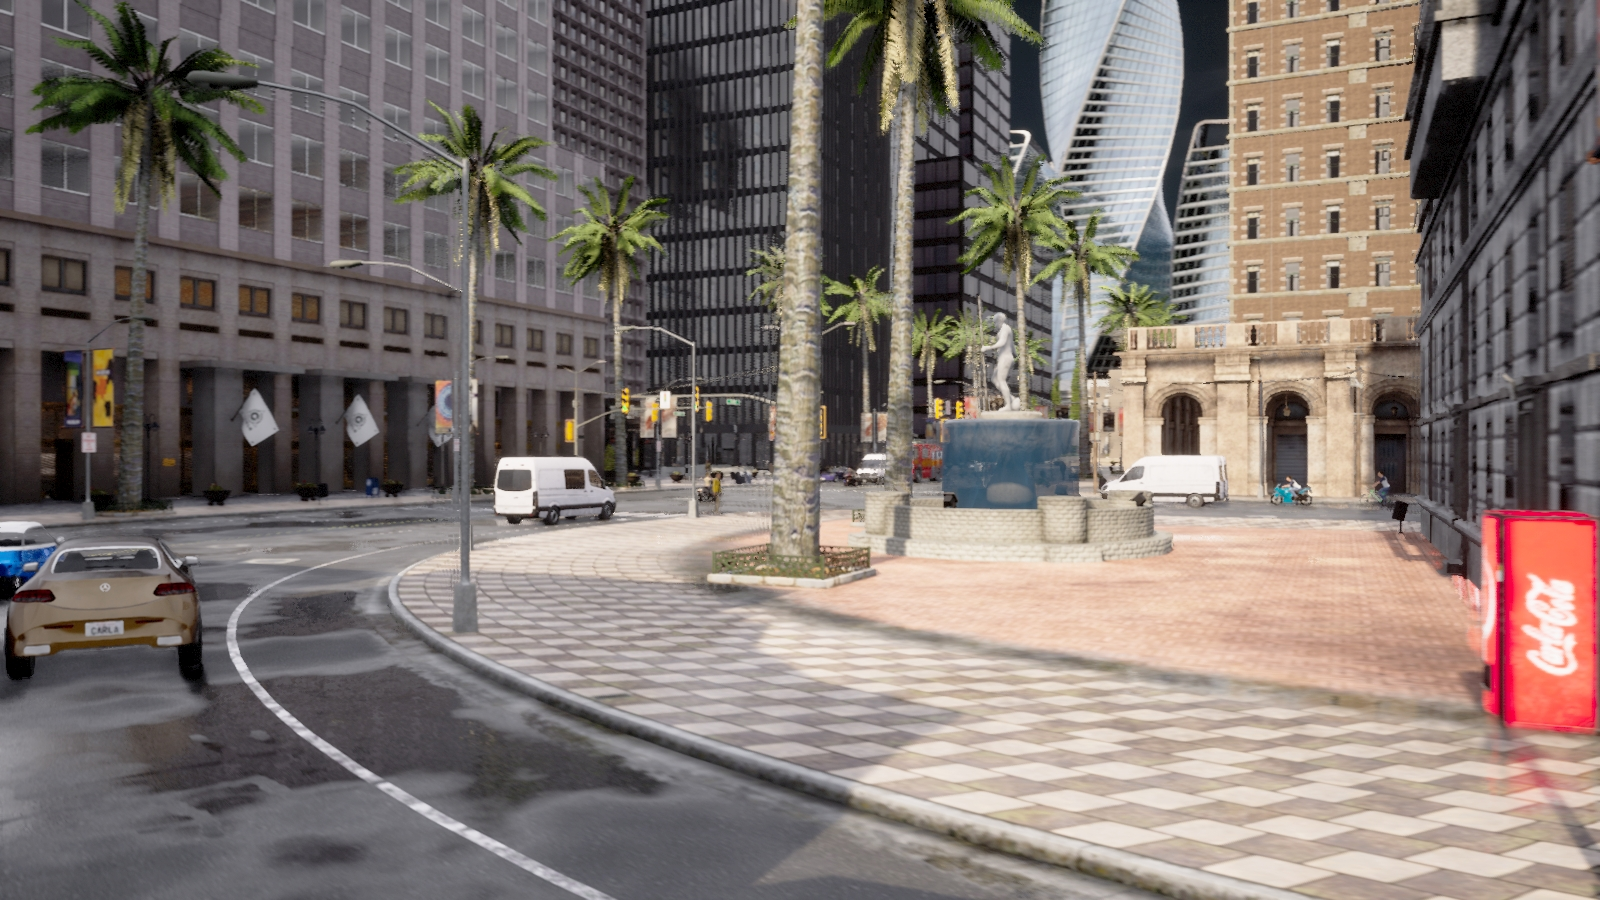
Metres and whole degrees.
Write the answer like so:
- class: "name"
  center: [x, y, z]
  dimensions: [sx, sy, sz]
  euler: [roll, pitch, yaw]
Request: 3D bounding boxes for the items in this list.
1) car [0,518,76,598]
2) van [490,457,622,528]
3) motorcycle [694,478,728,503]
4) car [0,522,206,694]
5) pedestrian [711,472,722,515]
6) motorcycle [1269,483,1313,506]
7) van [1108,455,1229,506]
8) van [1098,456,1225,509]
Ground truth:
- class: "car"
  center: [-15.683, 2.128, 22.744]
  dimensions: [1.481, 1.376, 2.207]
  euler: [0, 0, -13]
- class: "van"
  center: [-9.438, 1.557, 44.824]
  dimensions: [1.988, 2.561, 5.915]
  euler: [0, 0, 23]
- class: "motorcycle"
  center: [-4.890, 2.205, 62.667]
  dimensions: [0.764, 1.277, 2.356]
  euler: [0, 0, 26]
- class: "car"
  center: [-9.565, 1.998, 15.897]
  dimensions: [2.152, 1.651, 5.027]
  euler: [0, 0, -29]
- class: "pedestrian"
  center: [-3.623, 1.877, 49.634]
  dimensions: [0.375, 1.860, 0.375]
  euler: [0, 0, 22]
- class: "motorcycle"
  center: [24.973, 2.258, 58.086]
  dimensions: [2.033, 1.145, 0.803]
  euler: [0, 0, 26]
- class: "van"
  center: [19.572, 1.578, 60.695]
  dimensions: [5.915, 2.561, 1.988]
  euler: [0, 0, 26]
- class: "van"
  center: [18.167, 1.576, 57.483]
  dimensions: [5.915, 2.561, 1.988]
  euler: [0, 0, 26]
